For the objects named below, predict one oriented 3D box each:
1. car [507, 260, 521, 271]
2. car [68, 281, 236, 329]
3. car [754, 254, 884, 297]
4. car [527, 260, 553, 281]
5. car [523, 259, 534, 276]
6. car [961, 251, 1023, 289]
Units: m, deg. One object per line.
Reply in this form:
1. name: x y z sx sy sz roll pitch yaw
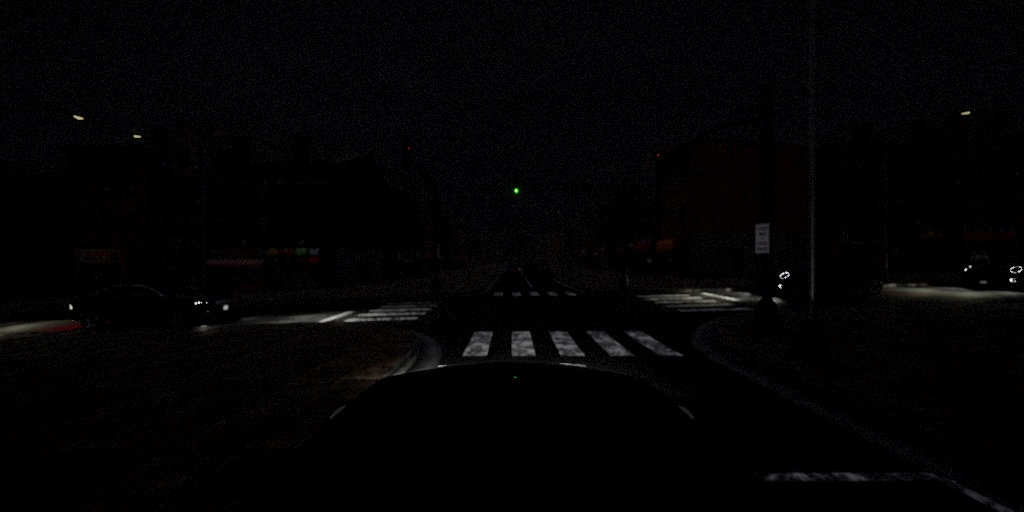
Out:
1. car: 0.111 1.735 61.280 1.882 1.535 5.008 0 -1 0
2. car: -12.721 1.664 12.855 4.902 1.511 2.128 -2 0 0
3. car: 13.363 0.778 15.876 4.553 1.767 2.097 -1 0 1
4. car: 2.643 1.427 32.680 1.967 1.591 4.097 0 0 0
5. car: 2.645 1.350 38.081 2.192 1.841 5.009 0 0 0
6. car: 23.081 0.526 15.870 4.553 1.767 2.097 -1 0 0
